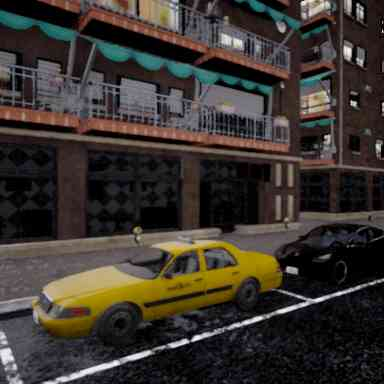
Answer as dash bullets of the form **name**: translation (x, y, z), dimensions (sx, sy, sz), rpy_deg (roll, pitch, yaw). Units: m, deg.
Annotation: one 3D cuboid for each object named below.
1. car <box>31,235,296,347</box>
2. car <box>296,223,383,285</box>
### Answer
- **car**: translation (-0.340, 1.539, 6.316), dimensions (4.829, 1.417, 1.752), rpy_deg (0, 0, -36)
- **car**: translation (4.294, 1.603, 9.622), dimensions (4.313, 1.339, 1.947), rpy_deg (0, 0, -36)
